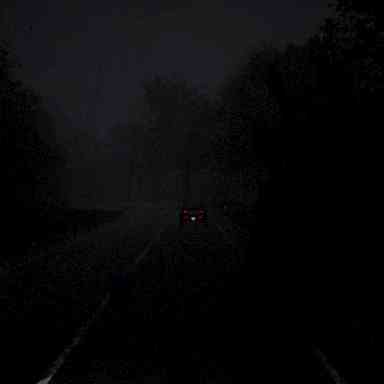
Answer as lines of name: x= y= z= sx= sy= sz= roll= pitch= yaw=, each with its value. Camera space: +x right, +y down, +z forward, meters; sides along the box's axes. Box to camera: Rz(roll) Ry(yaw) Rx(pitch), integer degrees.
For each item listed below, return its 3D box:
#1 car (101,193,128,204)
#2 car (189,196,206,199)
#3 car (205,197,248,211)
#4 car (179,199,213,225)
car: x=-14.839 y=1.148 z=63.965 sx=2.150 sy=2.045 sz=5.566 roll=-1 pitch=-1 yaw=37
car: x=1.601 y=1.460 z=70.660 sx=5.357 sy=1.411 sz=2.033 roll=0 pitch=0 yaw=9
car: x=4.470 y=1.432 z=39.842 sx=5.008 sy=1.535 sz=1.882 roll=0 pitch=-1 yaw=-35
car: x=0.082 y=1.464 z=23.438 sx=2.128 sy=1.511 sz=4.902 roll=0 pitch=0 yaw=0
